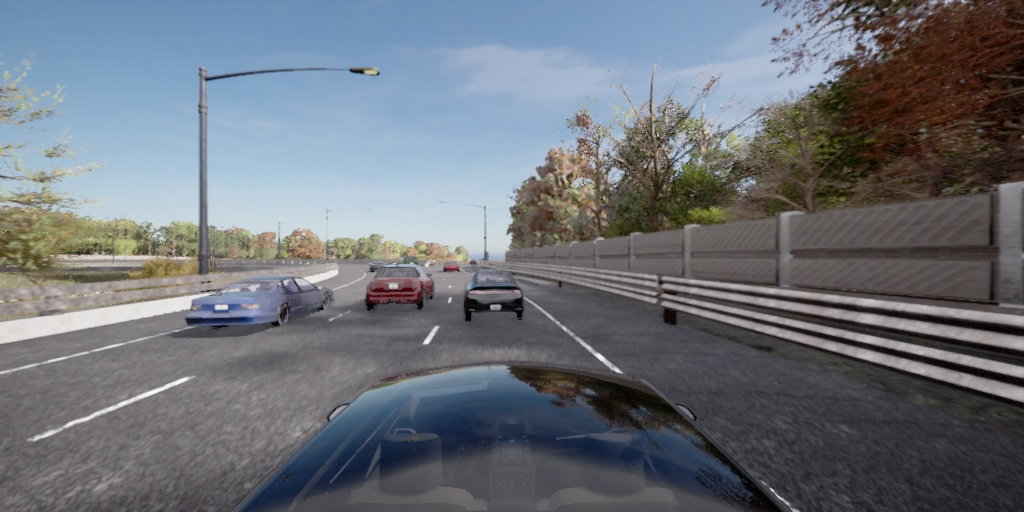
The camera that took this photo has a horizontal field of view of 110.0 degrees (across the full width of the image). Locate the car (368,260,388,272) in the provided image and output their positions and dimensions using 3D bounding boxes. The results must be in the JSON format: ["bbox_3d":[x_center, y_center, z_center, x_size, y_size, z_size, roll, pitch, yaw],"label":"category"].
[{"bbox_3d":[-17.924,1.312,47.775,2.128,1.511,4.902,0,0,-25],"label":"car"}]

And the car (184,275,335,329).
[{"bbox_3d":[-7.537,1.326,11.441,2.033,1.411,5.357,0,0,-6],"label":"car"}]

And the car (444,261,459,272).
[{"bbox_3d":[-8.082,1.349,47.843,1.994,1.385,4.181,0,0,-11],"label":"car"}]

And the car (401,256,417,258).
[{"bbox_3d":[-13.623,1.027,46.931,2.150,2.045,5.566,0,0,-25],"label":"car"}]

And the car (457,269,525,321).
[{"bbox_3d":[-0.717,1.245,12.598,2.128,1.511,4.902,0,0,-6],"label":"car"}]

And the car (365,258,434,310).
[{"bbox_3d":[-4.518,1.120,15.065,2.097,1.767,4.553,0,0,-6],"label":"car"}]
